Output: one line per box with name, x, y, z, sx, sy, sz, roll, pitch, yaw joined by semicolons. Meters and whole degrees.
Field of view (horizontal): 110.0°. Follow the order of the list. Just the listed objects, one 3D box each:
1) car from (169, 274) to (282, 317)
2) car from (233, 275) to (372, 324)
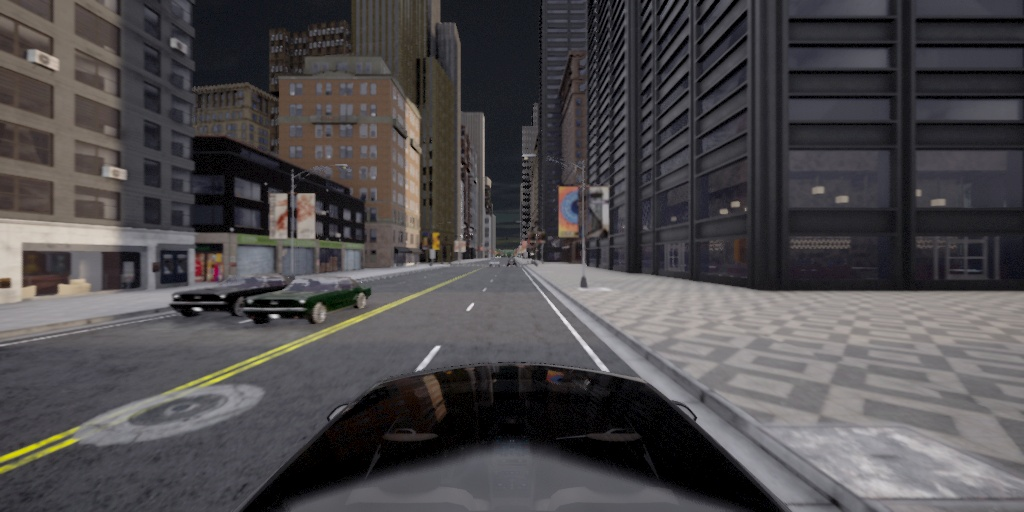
car;-9.750;1.347;13.329;1.895;1.301;4.718;0;0;0
car;-6.512;1.348;12.051;1.895;1.301;4.718;0;0;0
